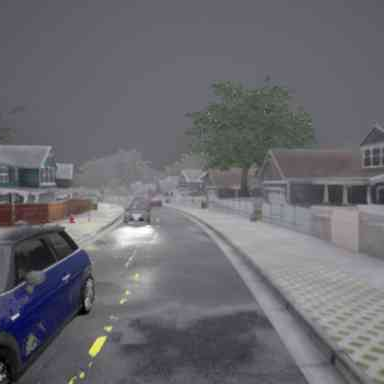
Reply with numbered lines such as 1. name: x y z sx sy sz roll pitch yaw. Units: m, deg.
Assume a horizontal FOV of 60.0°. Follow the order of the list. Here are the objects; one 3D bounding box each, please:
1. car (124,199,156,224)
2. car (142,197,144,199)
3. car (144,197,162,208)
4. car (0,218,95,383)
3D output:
1. car: -3.987 1.530 24.990 2.128 1.511 4.902 0 0 -5
2. car: -8.515 1.730 61.488 1.837 1.490 4.892 0 0 -17
3. car: -5.864 1.624 51.729 1.882 1.535 5.008 0 0 -14
4. car: -2.891 1.351 4.476 2.097 1.767 4.553 0 0 -1
